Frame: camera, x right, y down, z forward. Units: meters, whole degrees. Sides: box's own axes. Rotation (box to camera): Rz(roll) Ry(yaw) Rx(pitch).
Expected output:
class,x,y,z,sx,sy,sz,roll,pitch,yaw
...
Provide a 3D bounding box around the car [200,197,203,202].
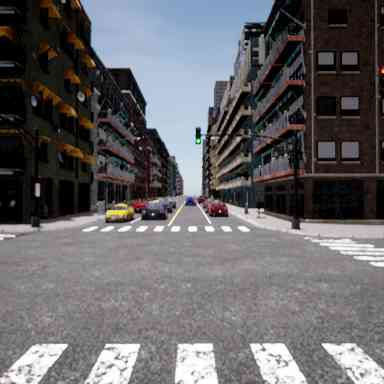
class,x,y,z,sx,sy,sz,roll,pitch,yaw
car,2.483,1.764,49.247,1.802,1.307,4.206,1,0,0

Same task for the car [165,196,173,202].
class,x,y,z,sx,sy,sz,roll,pitch,yaw
car,-6.066,1.858,87.717,1.752,1.417,4.829,1,0,0

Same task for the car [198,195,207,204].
class,x,y,z,sx,sy,sz,roll,pitch,yaw
car,2.389,1.582,71.342,2.192,1.841,5.009,1,0,0

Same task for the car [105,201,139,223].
class,x,y,z,sx,sy,sz,roll,pitch,yaw
car,-5.800,1.624,26.961,1.752,1.417,4.829,1,0,0

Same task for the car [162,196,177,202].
class,x,y,z,sx,sy,sz,roll,pitch,yaw
car,-3.300,1.672,48.903,2.128,1.511,4.902,0,0,0

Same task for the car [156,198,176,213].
class,x,y,z,sx,sy,sz,roll,pitch,yaw
car,-3.258,1.706,38.563,1.994,1.385,4.181,0,0,0

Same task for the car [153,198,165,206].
class,x,y,z,sx,sy,sz,roll,pitch,yaw
car,-5.946,1.749,60.101,1.752,1.417,4.829,1,0,0

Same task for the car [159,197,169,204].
class,x,y,z,sx,sy,sz,roll,pitch,yaw
car,-5.995,1.812,71.318,1.887,1.381,4.507,1,0,0

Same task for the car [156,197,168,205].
class,x,y,z,sx,sy,sz,roll,pitch,yaw
car,-5.971,1.797,65.794,2.008,1.369,4.403,1,0,0

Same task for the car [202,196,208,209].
class,x,y,z,sx,sy,sz,roll,pitch,yaw
car,2.532,1.580,38.201,1.967,1.590,4.097,1,0,0

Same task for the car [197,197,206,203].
class,x,y,z,sx,sy,sz,roll,pitch,yaw
car,2.338,1.876,82.387,1.947,1.339,4.313,1,0,0

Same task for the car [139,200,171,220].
class,x,y,z,sx,sy,sz,roll,pitch,yaw
car,-3.217,1.671,29.116,1.994,1.385,4.181,0,0,0

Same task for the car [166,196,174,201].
class,x,y,z,sx,sy,sz,roll,pitch,yaw
car,-6.091,1.906,93.410,2.008,1.369,4.403,1,0,0

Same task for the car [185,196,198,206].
class,x,y,z,sx,sy,sz,roll,pitch,yaw
car,-0.257,1.745,58.925,1.812,1.442,4.674,0,0,0

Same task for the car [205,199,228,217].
class,x,y,z,sx,sy,sz,roll,pitch,yaw
car,2.556,1.664,32.676,1.887,1.381,4.507,1,0,0

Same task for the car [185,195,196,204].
class,x,y,z,sx,sy,sz,roll,pitch,yaw
car,-0.301,1.610,68.902,2.097,1.767,4.553,0,0,0
